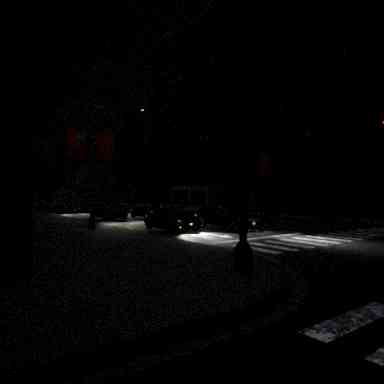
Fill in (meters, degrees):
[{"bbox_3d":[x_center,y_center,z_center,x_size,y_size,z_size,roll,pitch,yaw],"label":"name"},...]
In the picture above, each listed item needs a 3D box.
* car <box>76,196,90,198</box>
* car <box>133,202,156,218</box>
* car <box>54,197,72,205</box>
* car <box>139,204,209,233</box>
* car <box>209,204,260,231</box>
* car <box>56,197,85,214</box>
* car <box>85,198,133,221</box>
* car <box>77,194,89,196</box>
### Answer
[{"bbox_3d":[-19.147,1.837,56.670,1.895,1.301,4.718,0,0,-36],"label":"car"},{"bbox_3d":[-3.876,1.636,29.520,1.812,1.442,4.674,0,0,-36],"label":"car"},{"bbox_3d":[-25.222,1.763,65.119,2.128,1.511,4.902,0,0,-36],"label":"car"},{"bbox_3d":[-1.207,1.629,20.235,1.994,1.385,4.181,0,0,-36],"label":"car"},{"bbox_3d":[2.131,1.562,21.185,2.128,1.511,4.902,0,0,-36],"label":"car"},{"bbox_3d":[-14.165,1.651,38.292,1.837,1.490,4.892,0,1,-35],"label":"car"},{"bbox_3d":[-7.263,1.583,28.665,1.882,1.535,5.008,0,0,-36],"label":"car"},{"bbox_3d":[-21.939,1.496,66.123,2.150,2.045,5.566,0,0,-36],"label":"car"}]
